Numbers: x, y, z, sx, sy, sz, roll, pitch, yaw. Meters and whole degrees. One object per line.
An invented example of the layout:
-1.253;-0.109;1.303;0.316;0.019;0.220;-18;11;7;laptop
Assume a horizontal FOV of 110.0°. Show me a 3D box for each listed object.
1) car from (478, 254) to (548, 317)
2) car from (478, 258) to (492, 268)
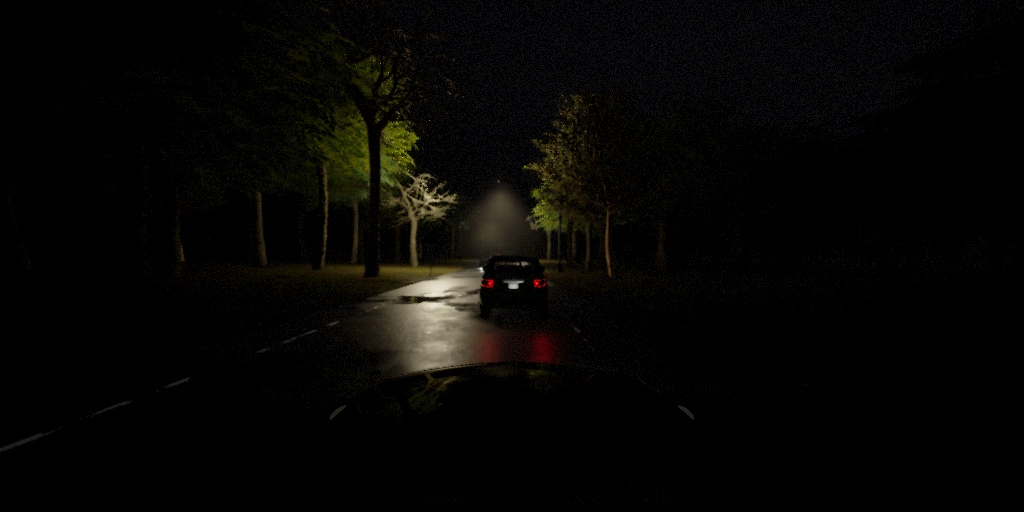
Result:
0.064;0.964;13.226;2.150;2.045;5.566;0;0;0;car
-3.957;1.030;53.430;1.994;1.385;4.181;0;1;-4;car
